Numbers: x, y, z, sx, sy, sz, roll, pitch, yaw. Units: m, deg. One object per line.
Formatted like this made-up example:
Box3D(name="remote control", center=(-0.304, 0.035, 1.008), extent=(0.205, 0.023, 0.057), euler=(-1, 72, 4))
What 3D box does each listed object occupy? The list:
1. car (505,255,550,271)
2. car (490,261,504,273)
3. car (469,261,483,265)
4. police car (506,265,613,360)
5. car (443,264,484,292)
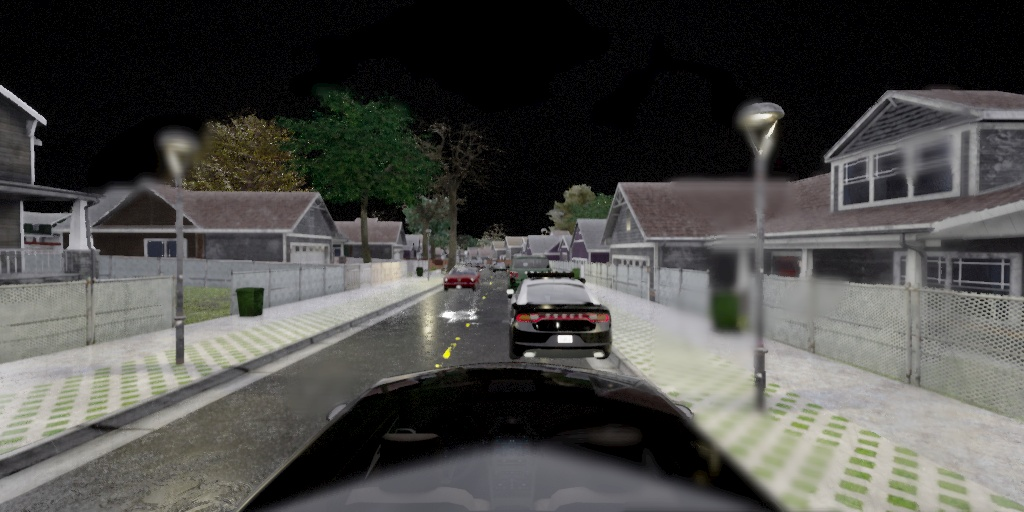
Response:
Box3D(name="car", center=(0.841, 0.992, 18.490), extent=(2.150, 2.045, 5.566), euler=(0, 0, -1))
Box3D(name="car", center=(-1.522, 1.454, 47.483), extent=(1.994, 1.385, 4.181), euler=(0, 0, -4))
Box3D(name="car", center=(-6.152, 1.620, 64.018), extent=(1.994, 1.385, 4.181), euler=(0, -1, -7))
Box3D(name="police car", center=(0.896, 1.177, 8.516), extent=(1.930, 1.638, 5.238), euler=(0, 0, 0))
Box3D(name="car", center=(-2.934, 1.375, 21.684), extent=(1.895, 1.301, 4.718), euler=(0, 0, -2))
